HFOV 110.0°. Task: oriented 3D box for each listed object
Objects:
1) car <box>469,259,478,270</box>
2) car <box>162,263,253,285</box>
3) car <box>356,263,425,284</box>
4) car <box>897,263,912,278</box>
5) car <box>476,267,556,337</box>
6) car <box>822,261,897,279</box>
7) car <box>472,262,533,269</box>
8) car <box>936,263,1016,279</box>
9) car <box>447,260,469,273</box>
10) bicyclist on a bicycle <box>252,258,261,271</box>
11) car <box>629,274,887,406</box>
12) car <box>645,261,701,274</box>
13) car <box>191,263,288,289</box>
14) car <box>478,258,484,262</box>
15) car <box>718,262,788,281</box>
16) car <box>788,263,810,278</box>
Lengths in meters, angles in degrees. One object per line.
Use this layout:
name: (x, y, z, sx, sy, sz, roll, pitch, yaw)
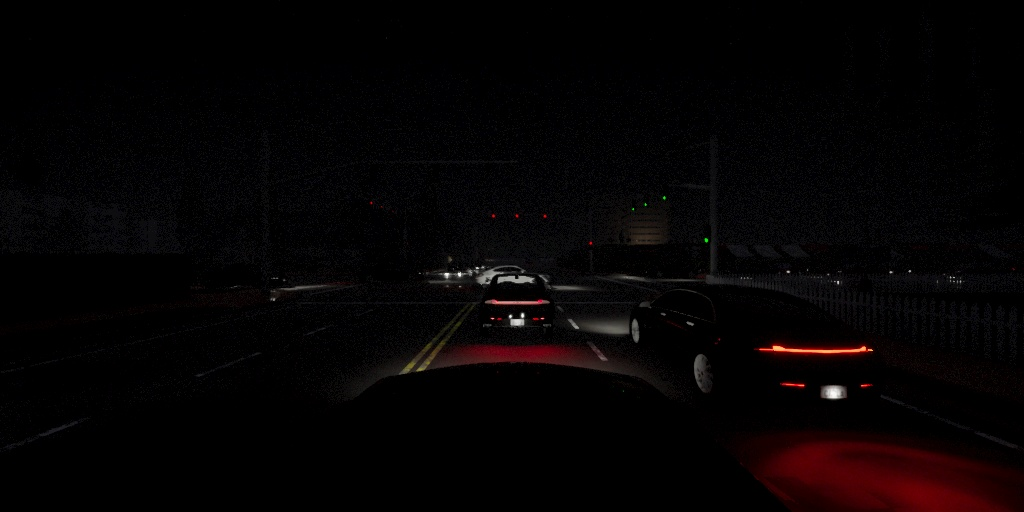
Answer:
car: (-6.751, 1.275, 54.140, 1.812, 1.442, 4.674, 0, 0, 1)
car: (-21.671, 1.255, 25.658, 4.892, 1.490, 1.837, 0, 0, -1)
car: (-9.104, 1.257, 27.020, 4.892, 1.490, 1.837, -1, 1, -15)
car: (34.499, 1.241, 33.751, 4.902, 1.511, 2.128, 0, 0, -1)
car: (0.134, 1.241, 10.289, 2.128, 1.511, 4.902, 0, 0, 0)
car: (28.890, 1.276, 30.144, 4.674, 1.442, 1.812, 0, 0, -1)
car: (0.071, 1.275, 22.555, 4.674, 1.442, 1.812, 0, 0, 0)
car: (38.889, 1.276, 30.322, 4.674, 1.442, 1.812, 0, 0, -1)
car: (-6.823, 1.255, 44.317, 1.837, 1.490, 4.892, 0, 0, 0)
bicyclist on a bicycle: (-26.157, 1.051, 36.812, 0.582, 1.620, 1.656, 0, 0, -3)
car: (3.589, 1.255, 6.383, 1.837, 1.490, 4.892, 0, 0, 1)
car: (14.936, 1.255, 33.460, 4.892, 1.490, 1.837, 0, 0, 1)
car: (-16.647, 1.255, 22.303, 4.892, 1.490, 1.837, 0, 0, -2)
car: (-6.643, 1.314, 64.183, 1.994, 1.385, 4.181, 0, 0, 1)
car: (19.629, 1.241, 29.981, 4.902, 1.511, 2.128, 0, 0, -1)
car: (24.675, 1.297, 33.576, 5.357, 1.411, 2.033, 0, 0, -1)
